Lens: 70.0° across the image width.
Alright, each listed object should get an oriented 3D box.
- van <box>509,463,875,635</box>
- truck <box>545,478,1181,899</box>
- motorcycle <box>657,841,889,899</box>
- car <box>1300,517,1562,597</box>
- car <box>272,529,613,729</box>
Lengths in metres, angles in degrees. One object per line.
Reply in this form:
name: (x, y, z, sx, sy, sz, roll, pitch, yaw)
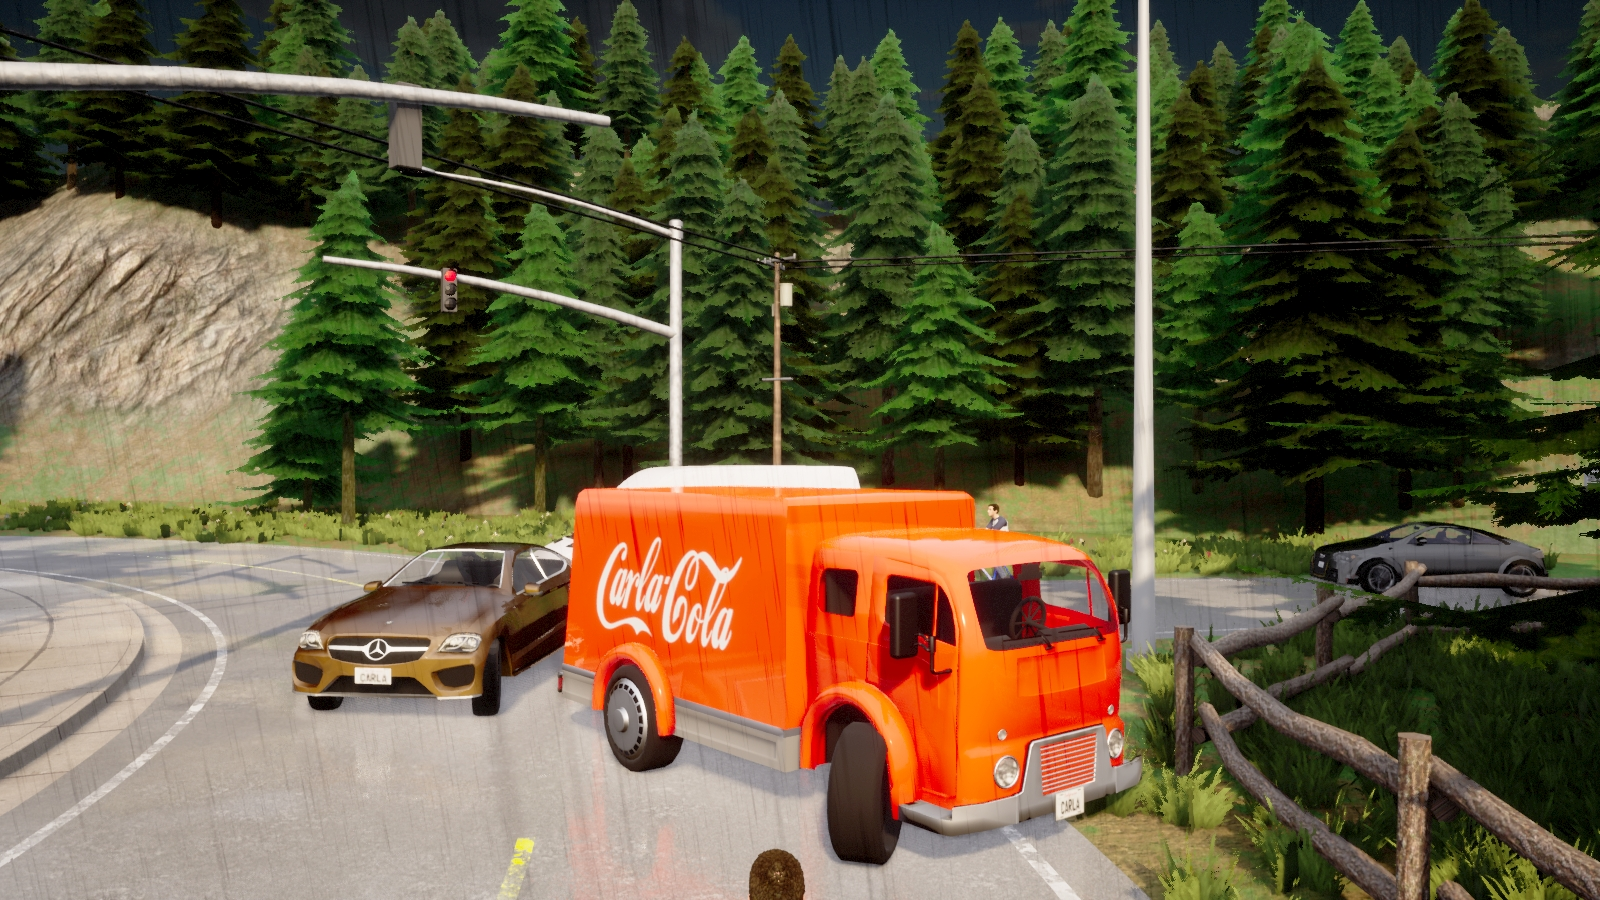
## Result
van: (-1.776, 1.528, 19.549, 5.915, 2.561, 1.988, 0, 0, -27)
truck: (0.202, 1.542, 9.769, 2.627, 2.467, 5.204, 0, 0, -39)
motorcycle: (-0.074, 2.159, 3.526, 0.803, 1.199, 2.033, 0, 0, -2)
car: (12.589, 2.119, 23.051, 4.181, 1.385, 1.994, 0, 0, 6)
car: (-4.038, 1.970, 14.038, 2.152, 1.651, 5.027, 0, 0, 6)
